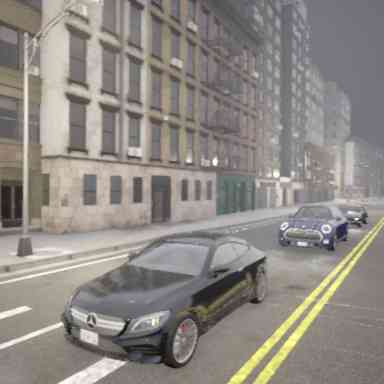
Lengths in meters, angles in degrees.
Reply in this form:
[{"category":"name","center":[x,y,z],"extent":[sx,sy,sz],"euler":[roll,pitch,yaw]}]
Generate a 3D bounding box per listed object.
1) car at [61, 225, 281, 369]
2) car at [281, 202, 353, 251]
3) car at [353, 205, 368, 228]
[{"category":"car","center":[-0.032,1.502,6.011],"extent":[1.812,1.442,4.674],"euler":[1,0,31]},{"category":"car","center":[5.359,1.366,14.364],"extent":[2.097,1.767,4.553],"euler":[1,0,33]},{"category":"car","center":[11.130,1.589,23.295],"extent":[2.033,1.411,5.357],"euler":[1,0,34]}]
